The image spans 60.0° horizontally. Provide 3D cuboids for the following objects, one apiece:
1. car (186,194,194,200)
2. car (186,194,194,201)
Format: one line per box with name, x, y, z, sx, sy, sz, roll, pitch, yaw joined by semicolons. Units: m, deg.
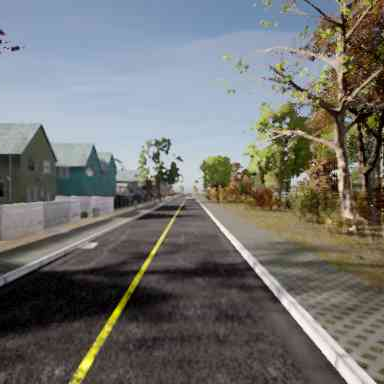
car;-0.589;1.384;94.229;2.033;1.411;5.357;0;0;0
car;-0.524;1.548;84.235;1.895;1.301;4.718;0;0;0
